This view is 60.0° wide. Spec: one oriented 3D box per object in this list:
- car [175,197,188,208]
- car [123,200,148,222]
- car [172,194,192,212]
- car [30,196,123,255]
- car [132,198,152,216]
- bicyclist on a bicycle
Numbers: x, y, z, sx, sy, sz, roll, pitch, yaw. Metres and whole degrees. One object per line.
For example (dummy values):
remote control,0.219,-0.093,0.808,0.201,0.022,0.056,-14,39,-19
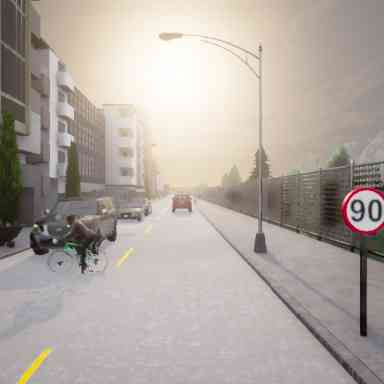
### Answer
car,-1.562,1.478,49.241,1.882,1.535,5.008,0,0,-1
car,-4.837,1.564,26.004,1.994,1.385,4.181,0,0,-2
car,-1.167,1.223,38.471,2.150,2.045,5.566,0,0,-2
car,-4.503,1.217,13.625,2.150,2.045,5.566,0,1,-2
car,-5.085,1.352,32.061,2.097,1.767,4.553,0,0,-1
bicyclist on a bicycle,-3.146,1.454,9.130,1.656,1.620,0.582,-2,0,-2
